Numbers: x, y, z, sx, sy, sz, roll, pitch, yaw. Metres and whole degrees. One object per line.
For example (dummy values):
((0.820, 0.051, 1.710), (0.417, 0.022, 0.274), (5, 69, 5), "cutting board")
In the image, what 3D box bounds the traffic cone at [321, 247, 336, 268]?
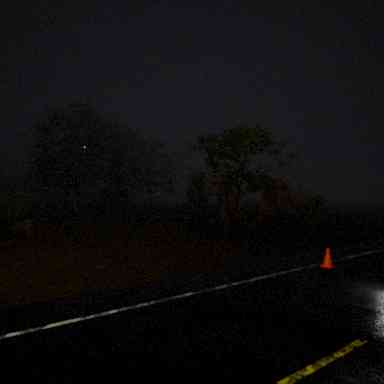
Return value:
((4.186, 2.003, 10.232), (0.340, 0.580, 0.340), (0, 0, -37), "traffic cone")
